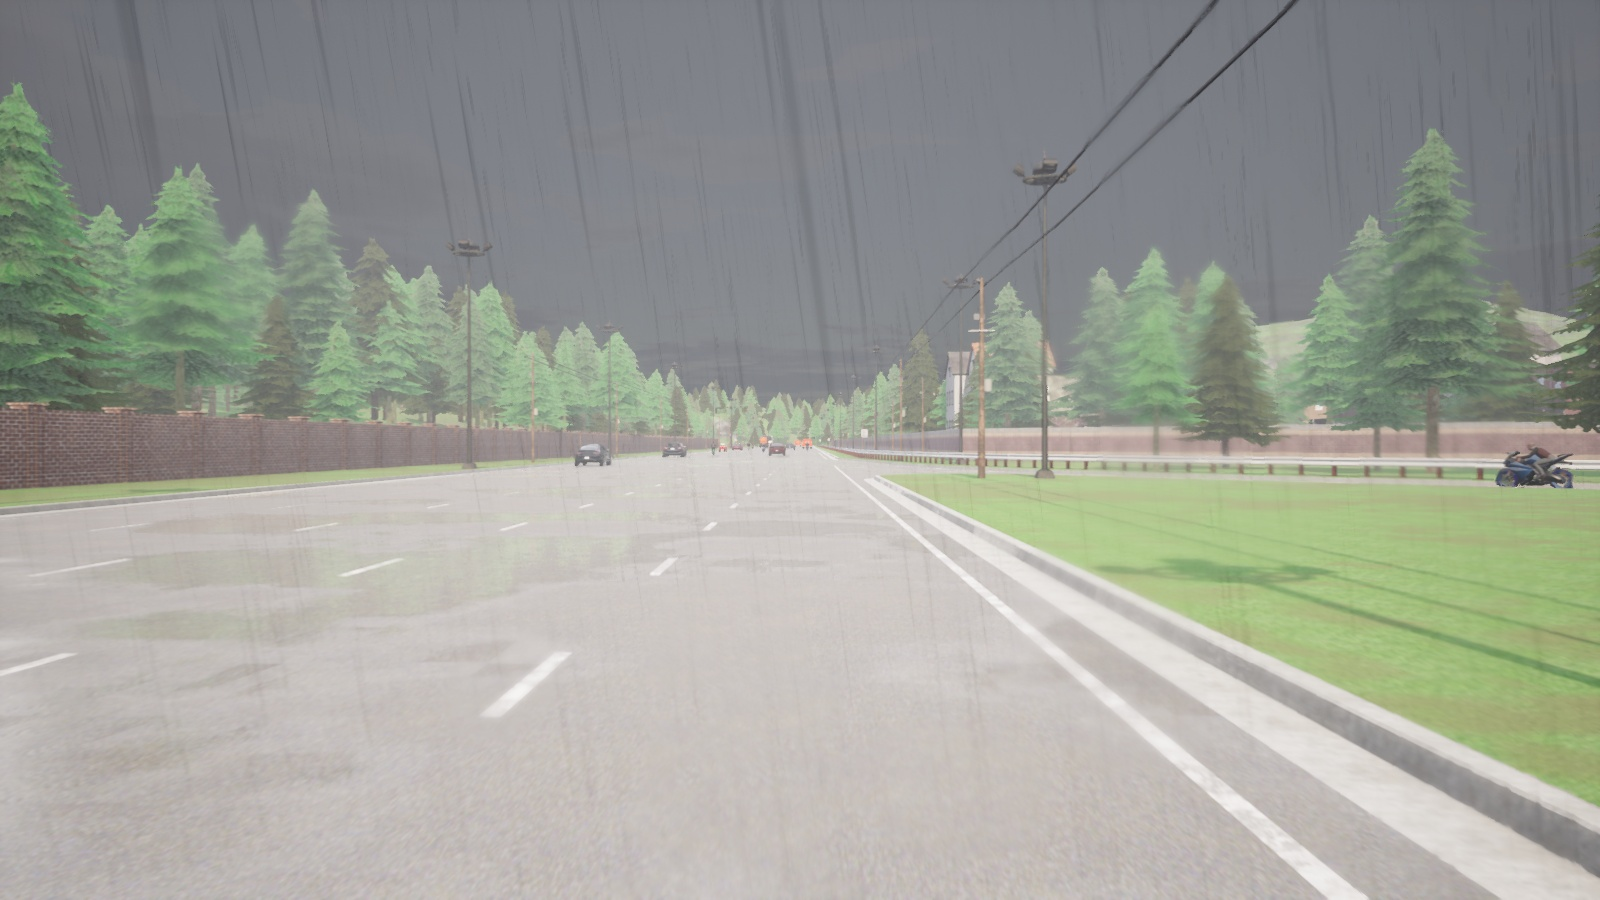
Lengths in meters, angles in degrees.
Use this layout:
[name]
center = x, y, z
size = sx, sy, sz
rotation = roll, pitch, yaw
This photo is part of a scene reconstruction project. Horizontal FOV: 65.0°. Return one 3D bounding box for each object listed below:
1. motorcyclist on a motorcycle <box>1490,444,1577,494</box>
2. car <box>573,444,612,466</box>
[motorcyclist on a motorcycle]
center = 22.987, 0.578, 39.380
size = 0.866, 1.530, 2.191
rotation = 0, 0, -41
[car]
center = -13.517, 0.299, 82.031
size = 1.812, 1.442, 4.674
rotation = 0, 0, 0
